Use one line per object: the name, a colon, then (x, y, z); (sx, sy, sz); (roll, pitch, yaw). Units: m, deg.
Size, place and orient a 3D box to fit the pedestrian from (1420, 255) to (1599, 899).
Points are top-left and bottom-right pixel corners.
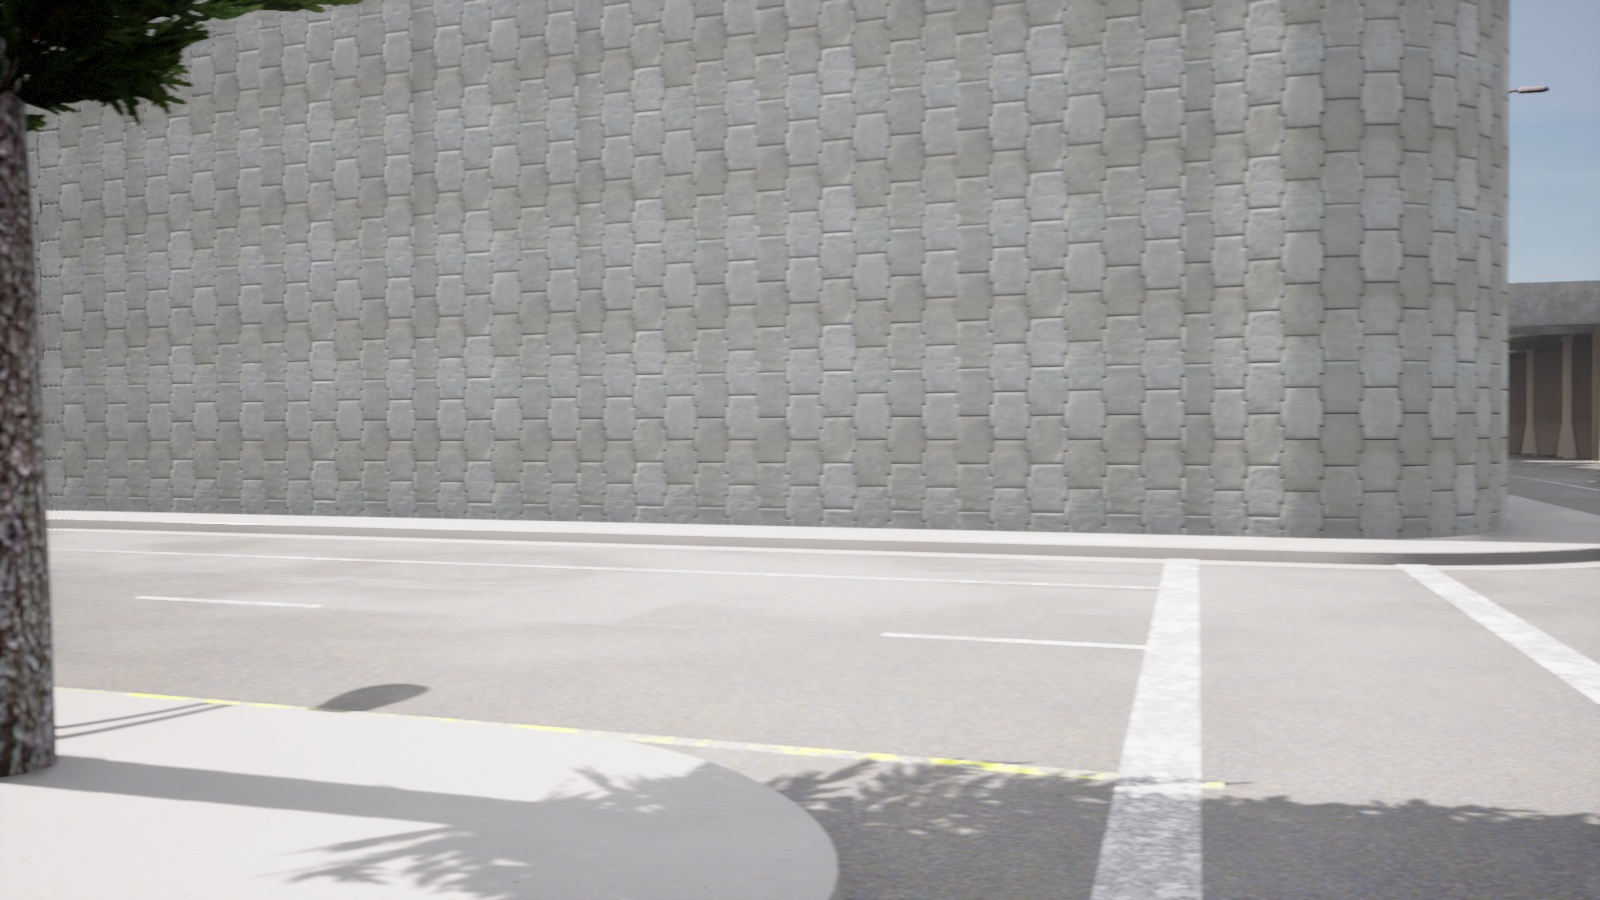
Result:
pedestrian: (2.015, 0.537, 2.655); (0.874, 1.855, 0.900); (0, 1, -23)
